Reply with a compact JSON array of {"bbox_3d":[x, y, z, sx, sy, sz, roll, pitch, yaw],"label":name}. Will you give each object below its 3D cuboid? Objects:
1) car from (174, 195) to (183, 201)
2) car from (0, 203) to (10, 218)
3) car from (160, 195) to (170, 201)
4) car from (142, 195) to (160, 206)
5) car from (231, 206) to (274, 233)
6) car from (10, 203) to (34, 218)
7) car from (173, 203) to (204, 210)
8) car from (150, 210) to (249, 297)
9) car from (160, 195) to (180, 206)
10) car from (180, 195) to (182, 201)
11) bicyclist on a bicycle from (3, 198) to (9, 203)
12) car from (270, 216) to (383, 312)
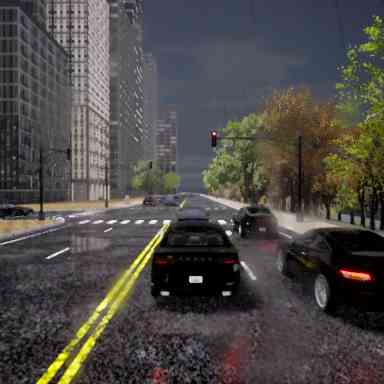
[{"bbox_3d":[-3.410,1.490,83.354,2.033,1.411,5.357,0,0,0],"label":"car"},{"bbox_3d":[-19.323,1.867,30.044,4.181,1.385,1.994,-1,1,0],"label":"car"},{"bbox_3d":[-6.660,1.491,82.978,2.033,1.411,5.357,0,0,0],"label":"car"},{"bbox_3d":[-6.687,1.473,52.385,1.837,1.490,4.892,0,0,0],"label":"car"},{"bbox_3d":[3.290,1.494,17.862,1.837,1.490,4.892,0,0,0],"label":"car"},{"bbox_3d":[-18.779,1.812,33.291,5.357,1.411,2.033,-1,1,0],"label":"car"},{"bbox_3d":[0.036,1.537,18.454,2.033,1.411,5.357,0,0,0],"label":"car"},{"bbox_3d":[0.074,1.472,8.645,1.882,1.535,5.008,0,0,0],"label":"car"},{"bbox_3d":[-3.440,1.515,52.922,2.033,1.411,5.357,0,0,0],"label":"car"},{"bbox_3d":[-3.385,1.463,69.512,1.837,1.490,4.892,0,0,0],"label":"car"},{"bbox_3d":[-24.735,1.559,44.161,0.582,1.620,1.656,-1,1,0],"label":"bicyclist on a bicycle"},{"bbox_3d":[3.316,1.521,7.562,1.812,1.442,4.674,0,0,0],"label":"car"}]
